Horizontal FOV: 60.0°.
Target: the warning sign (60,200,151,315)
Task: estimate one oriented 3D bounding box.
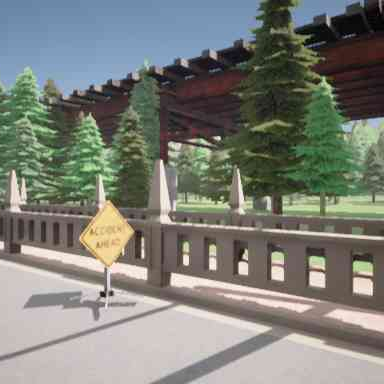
[{"bbox_3d":[-1.606,1.093,6.302,1.060,1.860,1.300,0,0,35],"label":"warning sign"}]
